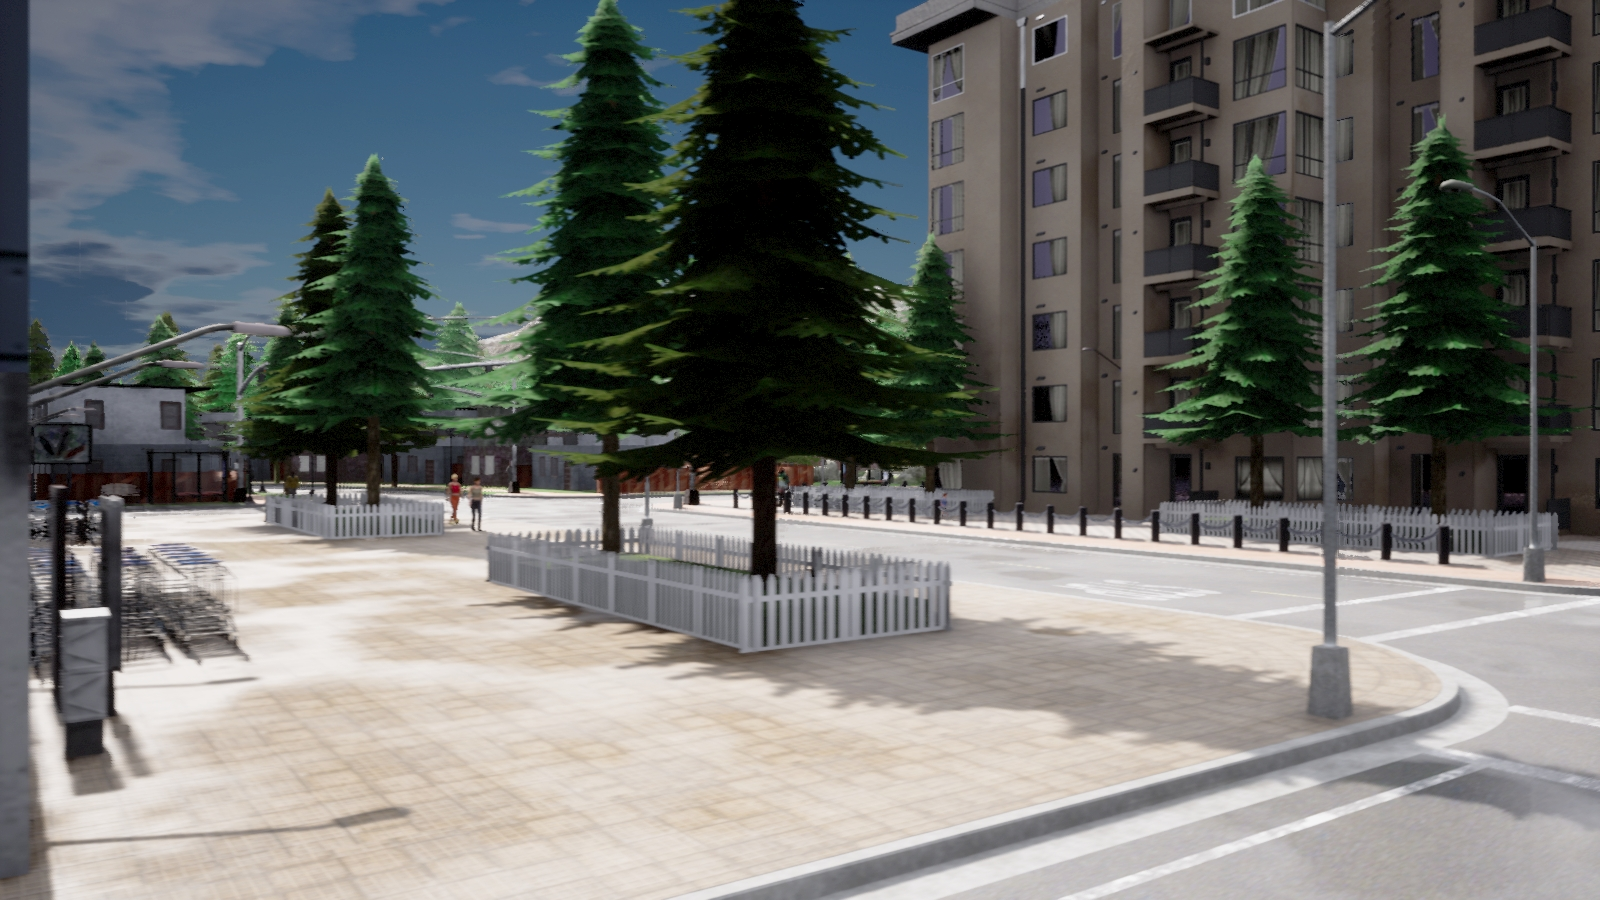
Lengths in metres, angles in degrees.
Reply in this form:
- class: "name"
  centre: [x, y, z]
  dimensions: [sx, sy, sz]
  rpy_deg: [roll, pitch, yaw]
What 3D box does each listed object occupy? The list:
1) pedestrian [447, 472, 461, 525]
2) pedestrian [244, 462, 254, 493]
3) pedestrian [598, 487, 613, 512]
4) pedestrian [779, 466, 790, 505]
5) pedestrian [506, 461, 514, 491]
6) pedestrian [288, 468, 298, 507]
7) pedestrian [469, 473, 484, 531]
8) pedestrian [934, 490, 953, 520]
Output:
- class: "pedestrian"
  centre: [-12.123, 1.688, 40.012]
  dimensions: [0.375, 1.860, 0.375]
  rpy_deg: [0, 0, -34]
- class: "pedestrian"
  centre: [-33.027, 1.658, 68.513]
  dimensions: [0.375, 1.860, 0.375]
  rpy_deg: [0, 0, 26]
- class: "pedestrian"
  centre: [-8.741, 2.222, 51.300]
  dimensions: [0.500, 1.100, 0.500]
  rpy_deg: [0, 0, -34]
- class: "pedestrian"
  centre: [-0.737, 1.683, 54.375]
  dimensions: [0.375, 1.860, 0.375]
  rpy_deg: [0, 0, -44]
- class: "pedestrian"
  centre: [-18.580, 1.660, 73.210]
  dimensions: [0.375, 1.860, 0.375]
  rpy_deg: [0, 0, 42]
- class: "pedestrian"
  centre: [-24.544, 1.828, 55.295]
  dimensions: [0.375, 1.860, 0.375]
  rpy_deg: [0, 0, -34]
- class: "pedestrian"
  centre: [-10.487, 1.687, 37.084]
  dimensions: [0.375, 1.860, 0.375]
  rpy_deg: [0, 0, -32]
- class: "pedestrian"
  centre: [5.390, 2.064, 42.824]
  dimensions: [0.500, 1.100, 0.500]
  rpy_deg: [0, 0, -32]
